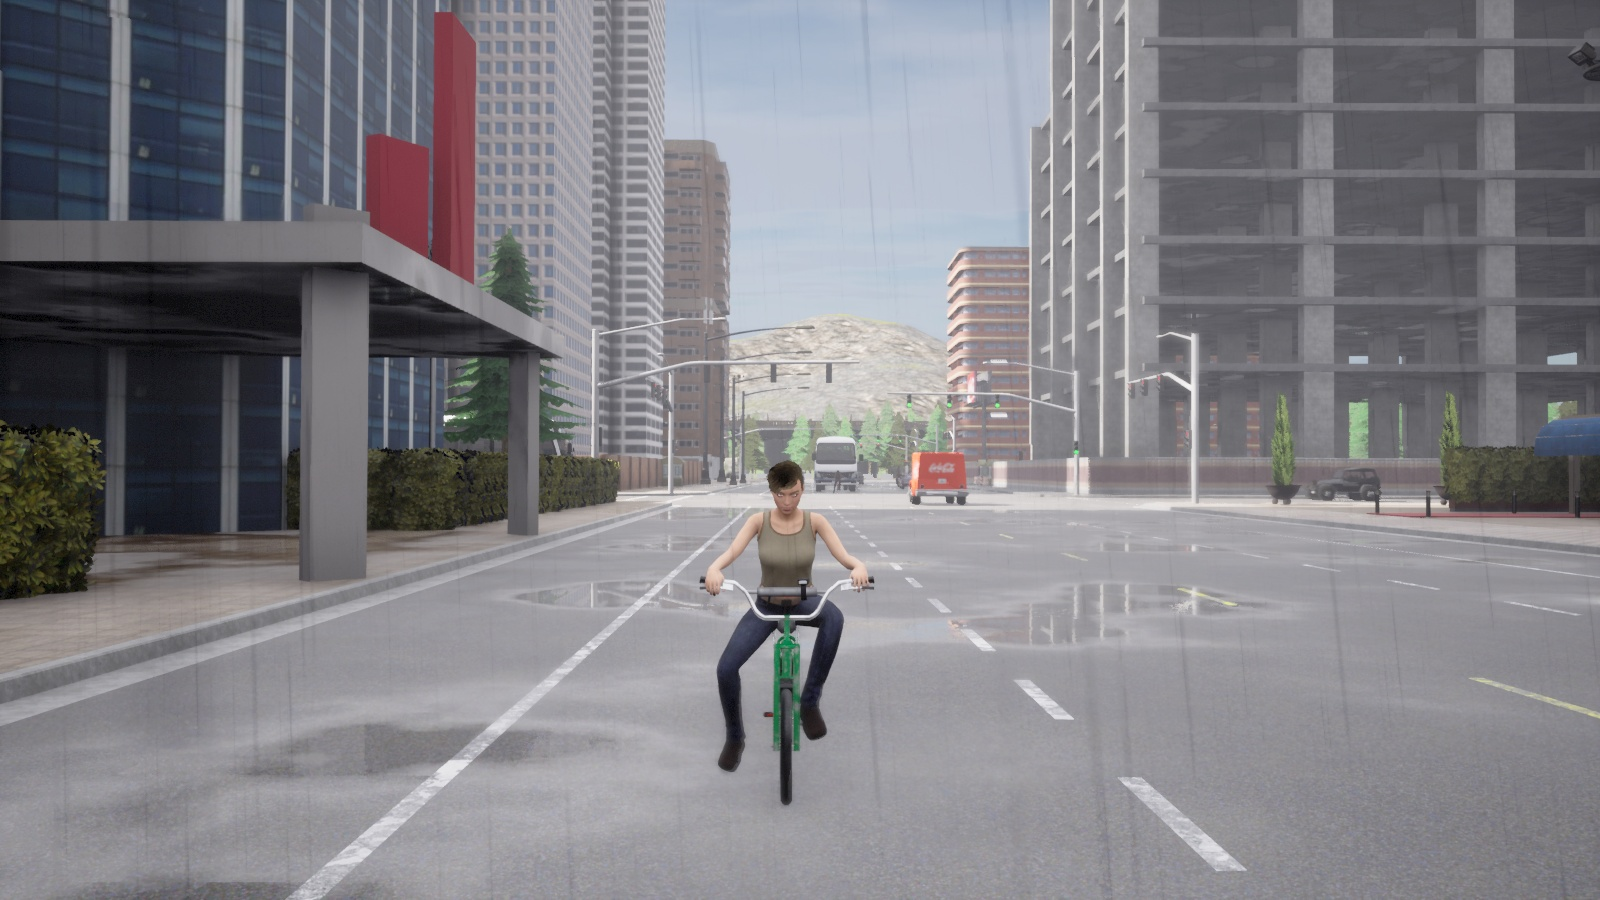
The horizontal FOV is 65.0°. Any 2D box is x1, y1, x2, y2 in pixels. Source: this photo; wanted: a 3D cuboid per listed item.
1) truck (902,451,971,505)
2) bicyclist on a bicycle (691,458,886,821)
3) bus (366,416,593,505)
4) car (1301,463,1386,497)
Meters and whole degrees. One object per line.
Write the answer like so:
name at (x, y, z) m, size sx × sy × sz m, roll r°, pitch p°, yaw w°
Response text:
truck at (6.494, 1.312, 60.325) m, size 2.627 × 2.467 × 5.204 m, roll 0°, pitch -1°, yaw -1°
bicyclist on a bicycle at (-0.061, 0.858, 6.372) m, size 0.866 × 1.612 × 1.509 m, roll 0°, pitch -1°, yaw -1°
bus at (-15.772, 0.549, 62.540) m, size 10.273 × 4.253 × 3.944 m, roll 0°, pitch -1°, yaw 0°
car at (30.078, 1.655, 69.559) m, size 3.866 × 1.878 × 1.905 m, roll 0°, pitch -1°, yaw 0°
